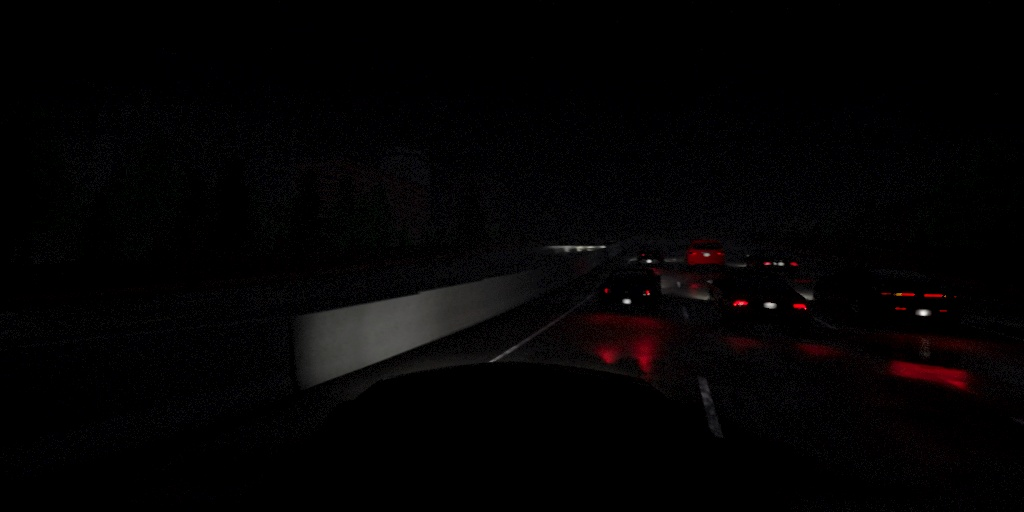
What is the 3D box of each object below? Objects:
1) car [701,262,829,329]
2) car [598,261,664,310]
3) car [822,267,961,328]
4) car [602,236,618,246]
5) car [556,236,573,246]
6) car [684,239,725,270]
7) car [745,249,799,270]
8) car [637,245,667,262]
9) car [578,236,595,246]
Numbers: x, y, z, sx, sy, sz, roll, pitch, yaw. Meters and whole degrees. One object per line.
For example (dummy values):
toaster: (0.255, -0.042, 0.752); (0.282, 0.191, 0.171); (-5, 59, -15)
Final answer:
car: (7.278, 1.149, 11.034); (2.033, 1.411, 5.357); (1, 3, 23)
car: (4.660, 1.098, 13.764); (1.895, 1.301, 4.718); (1, 3, 24)
car: (11.109, 1.080, 11.036); (1.837, 1.490, 4.892); (1, 2, 24)
car: (15.215, -2.364, 55.832); (1.812, 1.442, 4.674); (1, 5, 24)
car: (8.653, -2.443, 58.290); (1.837, 1.490, 4.892); (1, 6, 24)
car: (13.445, -0.216, 25.209); (2.150, 2.045, 5.566); (1, 5, 24)
car: (15.942, 0.290, 22.221); (2.033, 1.411, 5.357); (1, 5, 24)
car: (10.837, -0.096, 27.957); (1.837, 1.490, 4.892); (1, 5, 24)
car: (11.935, -2.440, 57.063); (1.882, 1.535, 5.008); (1, 5, 24)
